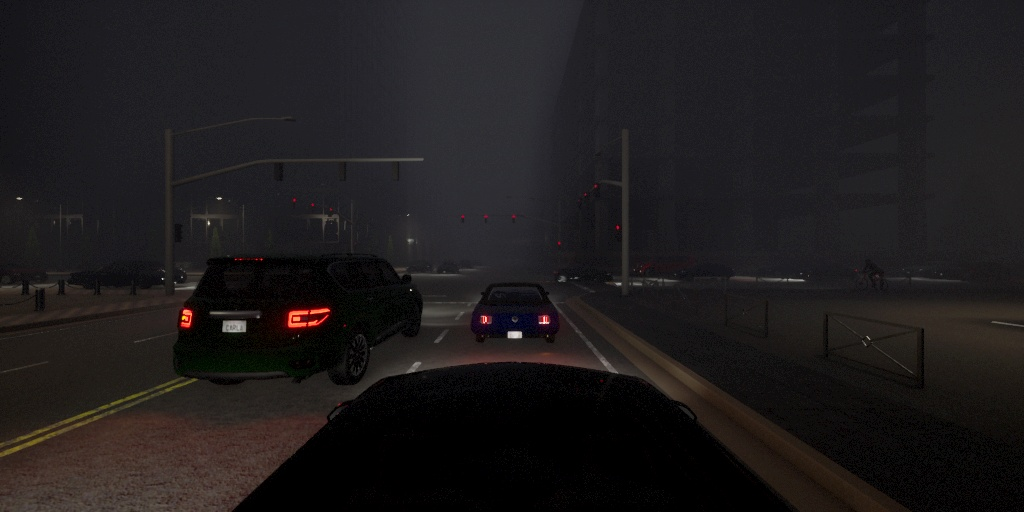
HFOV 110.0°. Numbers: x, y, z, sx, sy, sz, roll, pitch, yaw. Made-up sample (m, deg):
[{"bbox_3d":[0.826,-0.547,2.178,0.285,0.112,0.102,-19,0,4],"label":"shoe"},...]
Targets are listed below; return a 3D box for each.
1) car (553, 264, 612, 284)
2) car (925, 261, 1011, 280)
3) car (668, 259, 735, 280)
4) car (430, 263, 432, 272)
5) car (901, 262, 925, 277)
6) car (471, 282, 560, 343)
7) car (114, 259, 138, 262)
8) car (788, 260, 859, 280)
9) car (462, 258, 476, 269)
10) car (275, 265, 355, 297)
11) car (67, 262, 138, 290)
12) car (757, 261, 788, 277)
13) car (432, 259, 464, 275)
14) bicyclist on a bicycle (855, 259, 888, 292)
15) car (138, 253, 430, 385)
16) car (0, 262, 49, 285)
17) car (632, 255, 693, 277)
[{"bbox_3d":[5.055,1.268,25.822,4.181,1.385,1.994,-1,0,10],"label":"car"},{"bbox_3d":[37.531,1.193,29.339,4.892,1.490,1.837,-2,0,0],"label":"car"},{"bbox_3d":[15.651,1.220,29.263,4.674,1.442,1.812,0,0,0],"label":"car"},{"bbox_3d":[-10.786,1.228,42.264,1.882,1.535,5.008,0,0,4],"label":"car"},{"bbox_3d":[38.641,1.220,32.838,4.674,1.442,1.812,0,0,0],"label":"car"},{"bbox_3d":[0.080,1.351,9.666,1.895,1.301,4.718,0,0,0],"label":"car"},{"bbox_3d":[-25.675,1.046,25.135,4.553,1.767,2.097,0,0,0],"label":"car"},{"bbox_3d":[25.615,1.258,29.318,4.181,1.385,1.994,0,0,0],"label":"car"},{"bbox_3d":[-7.092,1.255,54.807,1.837,1.490,4.892,0,0,0],"label":"car"},{"bbox_3d":[-10.601,1.250,19.752,1.812,1.442,4.674,0,0,0],"label":"car"},{"bbox_3d":[-23.144,1.242,21.619,5.357,1.411,2.033,0,0,-4],"label":"car"},{"bbox_3d":[25.193,1.172,32.815,5.008,1.535,1.882,0,0,0],"label":"car"},{"bbox_3d":[-7.100,1.297,40.249,2.033,1.411,5.357,0,0,0],"label":"car"},{"bbox_3d":[18.331,0.998,18.310,0.582,1.620,1.656,0,0,0],"label":"bicyclist on a bicycle"},{"bbox_3d":[-3.438,0.971,7.152,2.150,2.045,5.566,0,0,0],"label":"car"},{"bbox_3d":[-35.770,1.172,25.169,5.008,1.535,1.882,0,0,0],"label":"car"},{"bbox_3d":[13.934,0.917,32.780,5.566,2.045,2.150,0,0,0],"label":"car"}]
